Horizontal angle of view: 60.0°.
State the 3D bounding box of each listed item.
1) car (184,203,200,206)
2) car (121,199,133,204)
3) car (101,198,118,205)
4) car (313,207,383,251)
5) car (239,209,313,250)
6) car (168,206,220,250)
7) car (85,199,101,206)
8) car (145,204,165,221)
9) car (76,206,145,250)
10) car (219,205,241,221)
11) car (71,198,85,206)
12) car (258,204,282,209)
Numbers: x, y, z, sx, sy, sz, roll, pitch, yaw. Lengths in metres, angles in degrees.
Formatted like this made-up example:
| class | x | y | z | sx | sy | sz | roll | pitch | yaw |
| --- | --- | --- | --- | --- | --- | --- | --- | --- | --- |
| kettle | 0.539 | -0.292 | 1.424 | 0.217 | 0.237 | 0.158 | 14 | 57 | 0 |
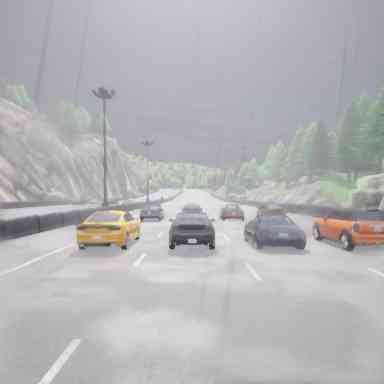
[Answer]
| class | x | y | z | sx | sy | sz | roll | pitch | yaw |
| --- | --- | --- | --- | --- | --- | --- | --- | --- | --- |
| car | 0.005 | 1.757 | 29.693 | 1.837 | 1.490 | 4.892 | 0 | -1 | 0 |
| car | -13.988 | 2.254 | 72.016 | 1.895 | 1.301 | 4.718 | 0 | -1 | 0 |
| car | -17.488 | 2.134 | 72.048 | 1.882 | 1.535 | 5.008 | 0 | -1 | 0 |
| car | 7.003 | 1.446 | 14.644 | 2.097 | 1.767 | 4.553 | 0 | -1 | 0 |
| car | 3.503 | 1.650 | 14.674 | 1.994 | 1.385 | 4.181 | 0 | -1 | 0 |
| car | 0.003 | 1.592 | 14.674 | 1.837 | 1.490 | 4.892 | 0 | -1 | 0 |
| car | -20.988 | 2.178 | 72.048 | 1.812 | 1.442 | 4.674 | 0 | -1 | 0 |
| car | -3.495 | 1.802 | 29.694 | 2.033 | 1.411 | 5.357 | 0 | -1 | 0 |
| car | -3.497 | 1.558 | 14.676 | 1.882 | 1.535 | 5.008 | 0 | -1 | 0 |
| car | 3.505 | 1.816 | 29.694 | 1.994 | 1.385 | 4.181 | 0 | -1 | 0 |
| car | -24.488 | 2.129 | 72.049 | 1.882 | 1.535 | 5.008 | 0 | -1 | 0 |
| car | 7.005 | 1.779 | 29.693 | 1.812 | 1.442 | 4.674 | 0 | -1 | 0 |
